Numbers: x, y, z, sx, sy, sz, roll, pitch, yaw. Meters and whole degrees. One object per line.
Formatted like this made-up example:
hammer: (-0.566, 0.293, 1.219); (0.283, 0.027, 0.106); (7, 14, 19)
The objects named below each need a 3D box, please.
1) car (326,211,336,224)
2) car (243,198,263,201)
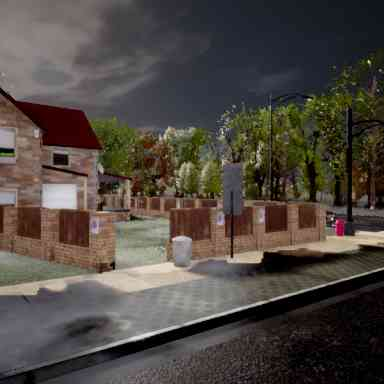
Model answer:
car: (7.684, 1.469, 23.349); (1.812, 1.442, 4.674); (0, 0, -36)
car: (6.247, 1.411, 36.835); (1.837, 1.490, 4.892); (0, 1, -36)
